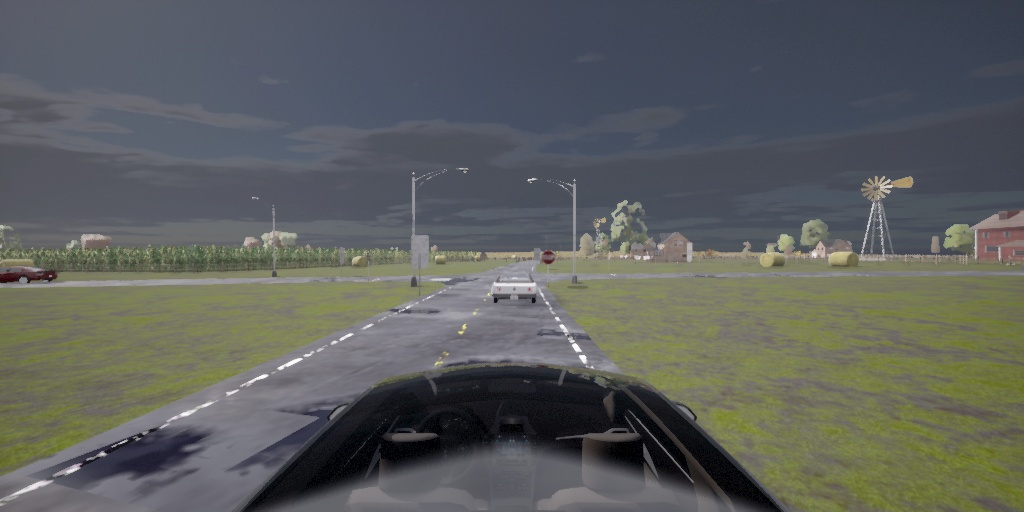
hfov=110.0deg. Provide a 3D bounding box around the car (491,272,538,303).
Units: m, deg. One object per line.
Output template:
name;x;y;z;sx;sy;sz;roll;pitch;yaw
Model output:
car;0.138;1.363;16.503;1.895;1.301;4.718;0;0;1

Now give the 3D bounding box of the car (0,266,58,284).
car;-42.394;1.613;30.625;5.008;1.535;1.882;-1;1;-10
